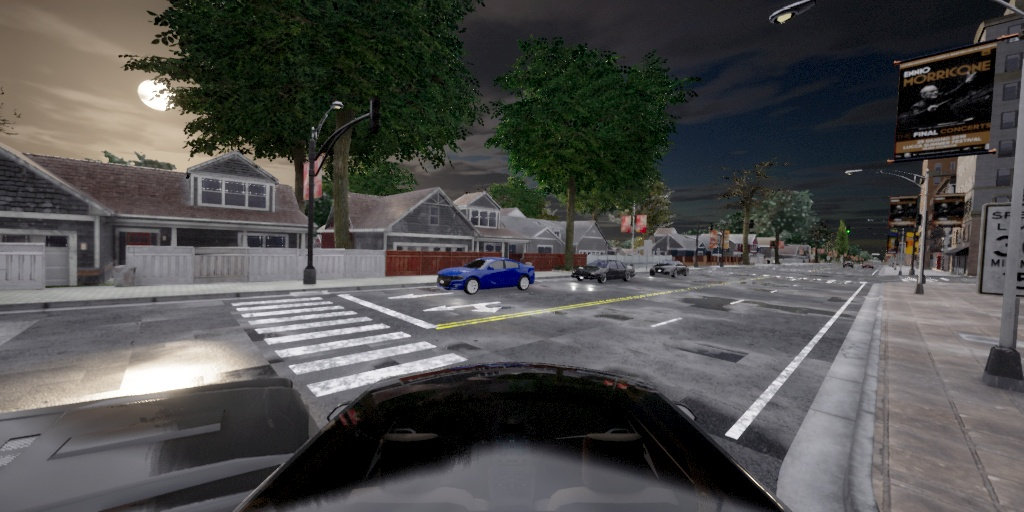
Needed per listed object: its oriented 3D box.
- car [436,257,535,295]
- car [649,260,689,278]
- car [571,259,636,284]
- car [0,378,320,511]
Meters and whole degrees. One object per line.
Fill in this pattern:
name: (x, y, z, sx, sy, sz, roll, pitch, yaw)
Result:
car: (-1.073, 0.804, 16.502, 5.008, 1.535, 1.882, 0, 2, -44)
car: (13.333, 1.019, 30.300, 4.181, 1.385, 1.994, 1, 2, -44)
car: (6.114, 0.937, 23.400, 5.357, 1.411, 2.033, 0, 2, -44)
car: (-3.315, 1.285, 1.324, 4.718, 1.301, 1.895, 1, 2, -34)
